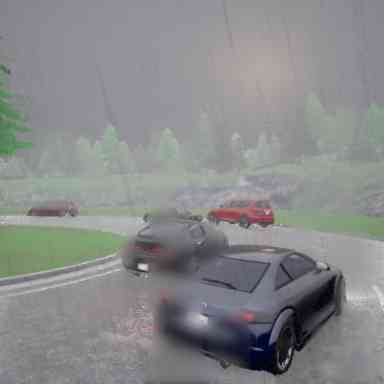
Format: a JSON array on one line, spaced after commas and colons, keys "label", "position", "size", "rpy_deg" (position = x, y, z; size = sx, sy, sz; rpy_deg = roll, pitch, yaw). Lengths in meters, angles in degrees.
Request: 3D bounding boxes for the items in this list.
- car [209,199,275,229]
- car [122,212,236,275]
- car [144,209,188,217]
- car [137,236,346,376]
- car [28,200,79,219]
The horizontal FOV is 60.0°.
[{"label": "car", "position": [3.510, 1.551, 24.606], "size": [2.150, 2.045, 5.566], "rpy_deg": [2, -1, -36]}, {"label": "car", "position": [-0.263, 1.632, 10.428], "size": [1.837, 1.490, 4.892], "rpy_deg": [2, 0, 22]}, {"label": "car", "position": [-1.588, 1.898, 25.090], "size": [4.718, 1.301, 1.895], "rpy_deg": [0, -1, 43]}, {"label": "car", "position": [1.295, 1.647, 5.894], "size": [1.994, 1.385, 4.181], "rpy_deg": [0, -1, 37]}, {"label": "car", "position": [-13.580, 1.652, 32.550], "size": [4.553, 1.767, 2.097], "rpy_deg": [0, -1, 3]}]
